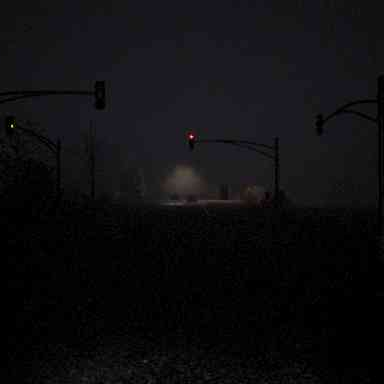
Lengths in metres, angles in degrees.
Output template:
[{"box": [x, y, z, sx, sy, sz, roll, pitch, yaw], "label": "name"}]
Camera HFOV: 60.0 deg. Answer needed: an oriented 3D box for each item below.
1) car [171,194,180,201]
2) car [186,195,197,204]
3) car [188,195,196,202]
[{"box": [-3.565, 1.195, 72.251, 1.837, 1.490, 4.892, 0, 0, 0], "label": "car"}, {"box": [-0.061, 1.424, 68.049, 2.097, 1.767, 4.553, 0, 0, 0], "label": "car"}, {"box": [-0.070, 1.425, 78.085, 1.837, 1.490, 4.892, 0, 0, 0], "label": "car"}]
